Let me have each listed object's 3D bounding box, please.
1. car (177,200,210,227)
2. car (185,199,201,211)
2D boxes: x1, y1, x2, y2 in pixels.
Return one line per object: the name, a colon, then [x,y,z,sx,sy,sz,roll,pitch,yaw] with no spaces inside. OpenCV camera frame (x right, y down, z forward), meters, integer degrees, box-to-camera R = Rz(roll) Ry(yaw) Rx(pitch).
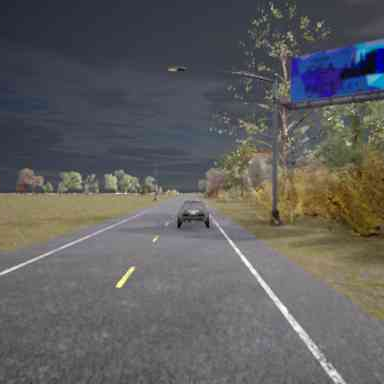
car: [0.091,1.365,23.213,2.097,1.767,4.553,0,0,0]
car: [0.088,1.624,42.590,1.895,1.301,4.718,0,0,0]
